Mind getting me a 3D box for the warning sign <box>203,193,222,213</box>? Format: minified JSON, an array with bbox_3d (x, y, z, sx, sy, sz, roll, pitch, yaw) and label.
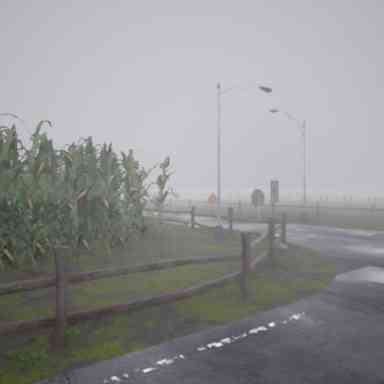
[{"bbox_3d":[1.865,0.986,30.537,1.300,1.860,1.060,-1,0,-36],"label":"warning sign"}]
